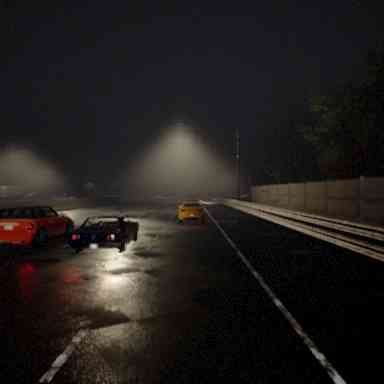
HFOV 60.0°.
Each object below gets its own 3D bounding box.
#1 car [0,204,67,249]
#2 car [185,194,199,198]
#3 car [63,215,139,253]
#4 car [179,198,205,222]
[{"bbox_3d":[-6.904,1.359,14.666,2.097,1.767,4.553,0,0,0],"label":"car"},{"bbox_3d":[0.024,1.300,55.100,2.150,2.045,5.566,0,0,1],"label":"car"},{"bbox_3d":[-3.403,1.607,13.783,1.895,1.301,4.718,0,0,0],"label":"car"},{"bbox_3d":[-0.006,1.500,26.394,1.882,1.535,5.008,0,0,0],"label":"car"}]
